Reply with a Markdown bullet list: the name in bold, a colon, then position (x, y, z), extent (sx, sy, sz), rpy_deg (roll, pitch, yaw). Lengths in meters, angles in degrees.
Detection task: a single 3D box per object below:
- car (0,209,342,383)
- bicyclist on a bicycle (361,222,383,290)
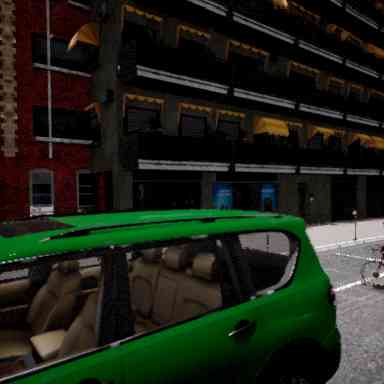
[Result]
- **car**: position (-1.067, 1.220, 2.583), extent (5.566, 2.045, 2.150), rpy_deg (0, 0, -37)
- **bicyclist on a bicycle**: position (4.548, 1.451, 7.351), extent (0.582, 1.620, 1.656), rpy_deg (0, -2, -37)
